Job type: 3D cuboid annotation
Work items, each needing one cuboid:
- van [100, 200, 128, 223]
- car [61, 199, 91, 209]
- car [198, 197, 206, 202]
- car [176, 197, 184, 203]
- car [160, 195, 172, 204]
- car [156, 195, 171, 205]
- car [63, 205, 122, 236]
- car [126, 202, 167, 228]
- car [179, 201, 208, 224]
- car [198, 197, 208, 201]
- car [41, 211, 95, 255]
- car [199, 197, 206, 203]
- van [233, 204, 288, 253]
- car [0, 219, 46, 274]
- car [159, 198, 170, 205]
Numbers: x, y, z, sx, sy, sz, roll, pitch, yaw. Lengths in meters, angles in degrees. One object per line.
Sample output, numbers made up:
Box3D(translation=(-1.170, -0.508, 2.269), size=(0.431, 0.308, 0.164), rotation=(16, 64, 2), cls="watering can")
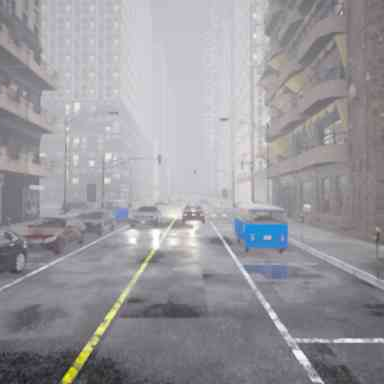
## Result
Box3D(translation=(-5.810, 1.471, 24.778), size=(1.690, 1.788, 3.998), rotation=(1, 0, 0), cls="van")
Box3D(translation=(-16.494, 1.745, 47.422), size=(4.097, 1.590, 1.967), rotation=(0, -1, 0), cls="car")
Box3D(translation=(2.698, 2.039, 90.788), size=(1.947, 1.339, 4.313), rotation=(1, 0, 0), cls="car")
Box3D(translation=(-3.006, 1.919, 84.556), size=(1.882, 1.535, 5.008), rotation=(0, 0, 0), cls="car")
Box3D(translation=(-5.676, 1.701, 73.994), size=(2.192, 1.841, 5.009), rotation=(1, 0, 0), cls="car")
Box3D(translation=(-5.678, 1.767, 62.843), size=(1.967, 1.590, 4.097), rotation=(1, 0, 0), cls="car")
Box3D(translation=(-5.645, 1.667, 19.236), size=(1.947, 1.339, 4.313), rotation=(1, 0, 0), cls="car")
Box3D(translation=(-3.066, 1.647, 23.258), size=(1.812, 1.442, 4.674), rotation=(0, 0, 0), cls="car")
Box3D(translation=(0.100, 1.686, 26.458), size=(2.033, 1.411, 5.357), rotation=(0, 0, 0), cls="car")
Box3D(translation=(2.699, 1.968, 74.055), size=(1.802, 1.307, 4.206), rotation=(1, 0, 0), cls="car")
Box3D(translation=(-5.644, 1.654, 13.696), size=(1.802, 1.307, 4.206), rotation=(1, 0, 0), cls="car")
Box3D(translation=(2.700, 1.970, 85.381), size=(1.752, 1.417, 4.829), rotation=(1, 0, 0), cls="car")
Box3D(translation=(2.707, 1.414, 13.750), size=(1.690, 1.788, 3.998), rotation=(1, 0, 0), cls="van")
Box3D(translation=(-5.643, 1.594, 8.155), size=(2.008, 1.369, 4.403), rotation=(1, 0, 0), cls="car")
Box3D(translation=(-5.681, 1.938, 68.418), size=(1.802, 1.307, 4.206), rotation=(1, 0, 0), cls="car")
